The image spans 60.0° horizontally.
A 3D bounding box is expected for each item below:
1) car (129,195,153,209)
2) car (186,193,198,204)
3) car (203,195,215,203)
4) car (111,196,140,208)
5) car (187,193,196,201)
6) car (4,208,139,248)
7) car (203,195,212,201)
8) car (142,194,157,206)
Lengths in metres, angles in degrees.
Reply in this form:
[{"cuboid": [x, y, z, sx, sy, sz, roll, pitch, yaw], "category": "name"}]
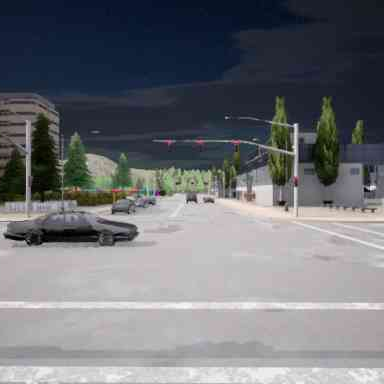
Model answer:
[{"cuboid": [-7.114, 1.491, 45.482, 2.128, 1.511, 4.902, 0, 0, 0], "category": "car"}, {"cuboid": [-0.037, 1.220, 66.181, 2.150, 2.045, 5.566, 0, 0, 0], "category": "car"}, {"cuboid": [3.462, 1.599, 66.557, 1.895, 1.301, 4.718, 0, 0, 0], "category": "car"}, {"cuboid": [-7.137, 1.504, 35.034, 1.837, 1.490, 4.892, 0, 0, 1], "category": "car"}, {"cuboid": [-0.043, 1.209, 76.803, 2.097, 1.767, 4.553, 0, 0, 0], "category": "car"}, {"cuboid": [-5.066, 1.547, 14.321, 5.357, 1.411, 2.033, 0, 0, 2], "category": "car"}, {"cuboid": [3.457, 1.449, 76.865, 1.895, 1.301, 4.718, 0, 0, 0], "category": "car"}, {"cuboid": [-7.113, 1.546, 56.465, 2.033, 1.411, 5.357, 0, 0, 0], "category": "car"}]
